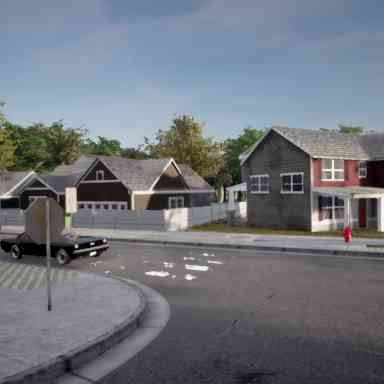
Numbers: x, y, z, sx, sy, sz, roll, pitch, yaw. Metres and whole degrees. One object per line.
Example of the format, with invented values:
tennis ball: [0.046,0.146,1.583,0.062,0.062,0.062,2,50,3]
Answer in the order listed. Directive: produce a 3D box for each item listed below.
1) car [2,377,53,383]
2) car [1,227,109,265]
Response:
car: [-2.797,1.602,0.781,4.718,1.301,1.895,0,0,-25]
car: [-5.766,2.139,13.965,4.718,1.301,1.895,-2,0,30]
